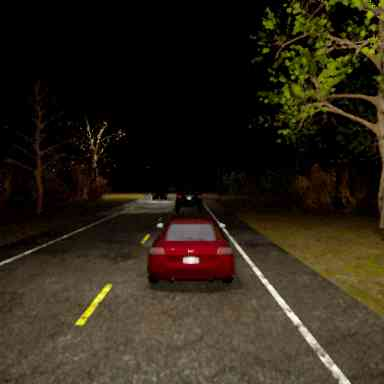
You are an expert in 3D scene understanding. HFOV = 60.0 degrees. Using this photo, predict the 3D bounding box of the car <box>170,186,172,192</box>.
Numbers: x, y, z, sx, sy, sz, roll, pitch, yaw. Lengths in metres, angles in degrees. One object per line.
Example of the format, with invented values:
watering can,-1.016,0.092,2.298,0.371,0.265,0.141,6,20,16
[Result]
car,-4.418,-0.660,77.565,2.033,1.411,5.357,0,2,-3

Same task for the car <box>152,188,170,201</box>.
car,-4.282,0.367,44.649,1.837,1.490,4.892,0,2,-2

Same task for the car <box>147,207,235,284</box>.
car,-0.027,1.337,8.925,1.994,1.385,4.181,0,1,0

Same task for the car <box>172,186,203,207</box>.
car,-0.247,0.518,27.843,2.150,2.045,5.566,0,1,-1

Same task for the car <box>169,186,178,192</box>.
car,-4.635,-0.777,84.890,1.994,1.385,4.181,0,2,-1
